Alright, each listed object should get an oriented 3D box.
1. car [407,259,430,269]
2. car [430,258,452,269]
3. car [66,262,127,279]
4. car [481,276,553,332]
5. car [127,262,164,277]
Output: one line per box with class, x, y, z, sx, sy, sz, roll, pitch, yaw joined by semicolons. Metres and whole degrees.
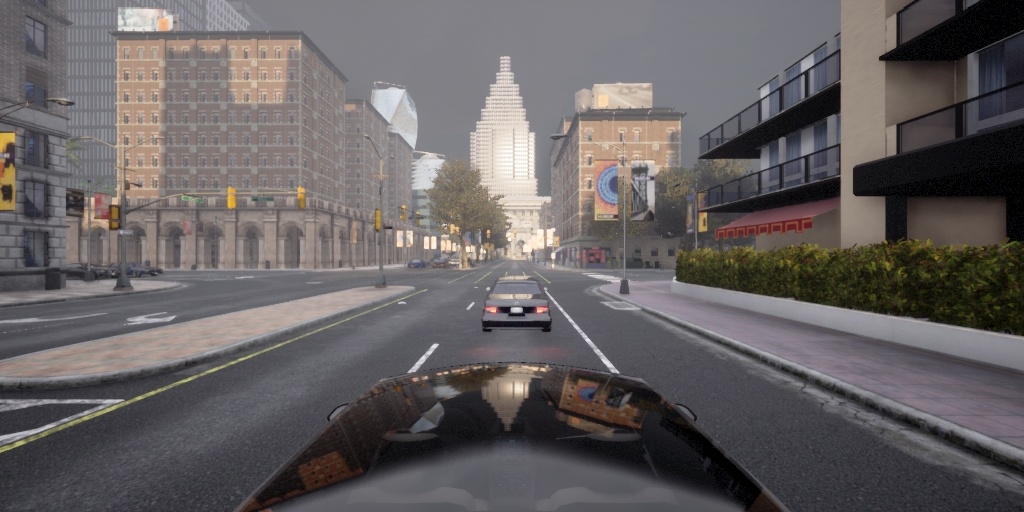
car;-14.615;1.227;55.124;1.882;1.535;5.008;0;0;1
car;-11.109;1.313;55.956;1.994;1.385;4.181;0;0;1
car;-36.943;1.276;31.137;4.674;1.442;1.812;0;0;0
car;0.144;1.297;10.812;2.033;1.411;5.357;0;0;1
car;-37.008;1.297;34.629;5.357;1.411;2.033;0;0;0
